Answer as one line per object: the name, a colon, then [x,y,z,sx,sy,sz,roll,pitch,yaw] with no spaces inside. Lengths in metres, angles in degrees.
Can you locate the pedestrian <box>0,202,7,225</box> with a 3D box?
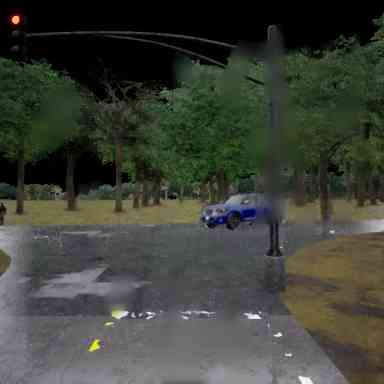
pedestrian: [-15.239,1.718,26.772,0.375,1.860,0.375,0,-1,0]

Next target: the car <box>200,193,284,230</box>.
car: [3.097,1.102,19.864,5.566,2.045,2.150,1,-4,-35]
